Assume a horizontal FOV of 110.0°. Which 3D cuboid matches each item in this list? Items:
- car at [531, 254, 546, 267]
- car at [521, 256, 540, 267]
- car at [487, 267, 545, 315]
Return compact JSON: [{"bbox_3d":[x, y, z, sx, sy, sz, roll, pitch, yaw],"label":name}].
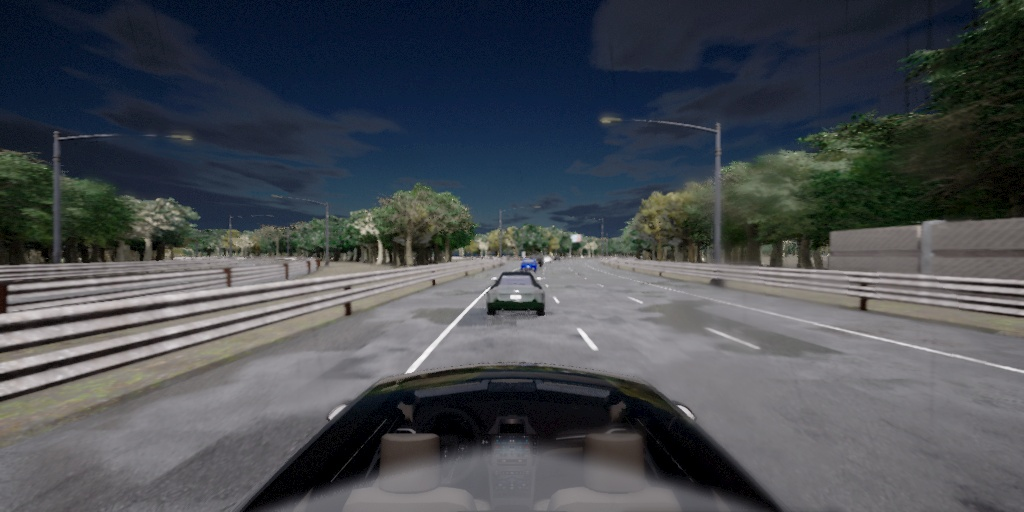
[{"bbox_3d":[4.076,0.761,60.057,2.150,2.045,5.566,0,0,8],"label":"car"},{"bbox_3d":[2.133,1.077,43.998,1.882,1.535,5.008,0,0,6],"label":"car"},{"bbox_3d":[0.174,1.273,13.458,1.994,1.385,4.181,0,0,2],"label":"car"}]
